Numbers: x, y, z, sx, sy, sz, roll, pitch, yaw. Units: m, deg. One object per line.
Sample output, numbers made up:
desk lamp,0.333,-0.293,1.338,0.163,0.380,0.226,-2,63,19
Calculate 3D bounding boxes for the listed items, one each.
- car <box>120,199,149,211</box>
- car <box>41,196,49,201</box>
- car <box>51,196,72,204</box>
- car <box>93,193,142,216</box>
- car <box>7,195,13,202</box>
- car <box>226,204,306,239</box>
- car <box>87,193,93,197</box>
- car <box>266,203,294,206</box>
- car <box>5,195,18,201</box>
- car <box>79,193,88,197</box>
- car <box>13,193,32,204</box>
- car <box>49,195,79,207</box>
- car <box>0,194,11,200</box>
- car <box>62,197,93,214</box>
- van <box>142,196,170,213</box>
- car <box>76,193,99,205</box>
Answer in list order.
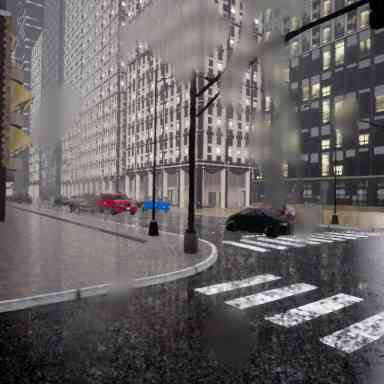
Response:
car,-7.372,1.584,42.328,2.008,1.369,4.403,1,-1,-35
car,-36.812,1.570,83.773,1.802,1.307,4.206,1,-1,-35
car,-24.212,1.504,61.594,2.033,1.411,5.357,1,-1,-38
car,-7.332,1.155,32.285,2.150,2.045,5.566,1,-1,-35
car,-37.100,1.396,69.712,1.947,1.339,4.313,1,-1,-35
car,3.705,1.528,17.212,1.994,1.385,4.181,1,-1,-39
car,-14.483,1.380,53.075,2.097,1.767,4.553,1,-1,-35
car,5.714,1.505,23.909,1.967,1.590,4.097,1,-1,-35
car,-40.370,1.377,74.317,2.008,1.369,4.403,1,-1,-35
car,-18.761,1.317,53.887,2.097,1.767,4.553,1,-1,-36
car,-30.554,1.155,60.504,2.192,1.841,5.009,1,-1,-35
car,-18.675,1.456,48.391,2.033,1.411,5.357,1,-1,-35
car,-46.816,1.365,83.391,1.752,1.417,4.829,1,-1,-35
car,-10.932,1.427,32.871,2.008,1.369,4.403,1,-1,-35
van,-4.097,1.382,37.725,1.690,1.788,3.998,1,-1,-35
car,-18.574,1.248,58.828,2.150,2.045,5.566,1,-1,-35
